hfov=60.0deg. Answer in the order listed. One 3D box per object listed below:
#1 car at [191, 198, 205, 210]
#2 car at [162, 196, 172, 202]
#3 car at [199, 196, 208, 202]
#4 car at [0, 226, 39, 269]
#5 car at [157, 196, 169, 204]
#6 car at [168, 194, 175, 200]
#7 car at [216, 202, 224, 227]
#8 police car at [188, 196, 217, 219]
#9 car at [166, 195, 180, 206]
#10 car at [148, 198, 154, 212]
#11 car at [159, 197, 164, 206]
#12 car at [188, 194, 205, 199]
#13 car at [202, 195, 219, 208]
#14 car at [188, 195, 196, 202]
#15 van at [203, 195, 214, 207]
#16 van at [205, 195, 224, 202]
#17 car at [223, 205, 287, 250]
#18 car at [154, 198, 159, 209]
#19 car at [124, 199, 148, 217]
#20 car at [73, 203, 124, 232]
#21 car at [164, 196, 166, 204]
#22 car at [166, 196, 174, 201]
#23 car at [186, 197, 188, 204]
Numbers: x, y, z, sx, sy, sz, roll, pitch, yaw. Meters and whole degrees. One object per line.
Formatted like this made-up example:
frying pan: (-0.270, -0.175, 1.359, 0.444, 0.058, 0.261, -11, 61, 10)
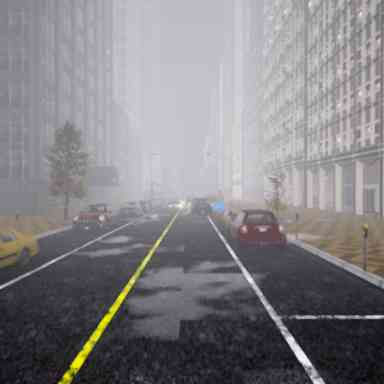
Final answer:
car: (0.796, 1.560, 45.538, 1.812, 1.442, 4.674, 0, 0, 1)
car: (-5.745, 1.608, 76.960, 2.008, 1.369, 4.403, -1, 0, 0)
car: (2.635, 1.608, 76.965, 2.008, 1.369, 4.403, -1, 0, 0)
car: (-5.703, 1.532, 8.587, 1.752, 1.417, 4.829, -1, 0, 0)
car: (-5.739, 1.600, 65.593, 2.008, 1.369, 4.403, -1, 0, 0)
car: (-5.757, 1.509, 94.011, 1.967, 1.590, 4.097, -1, 0, 0)
car: (2.670, 1.541, 20.299, 1.752, 1.417, 4.829, -1, 0, 0)
police car: (0.881, 1.448, 29.635, 1.930, 1.638, 5.238, 0, 0, 0)
car: (-3.082, 1.591, 57.925, 2.033, 1.411, 5.357, 0, 0, 1)
car: (-5.721, 1.594, 37.175, 1.947, 1.339, 4.313, -1, 0, 0)
car: (-5.728, 1.587, 48.542, 2.008, 1.369, 4.403, -1, 0, 0)
car: (0.874, 1.381, 39.496, 2.097, 1.767, 4.553, 0, 0, 0)
car: (2.650, 1.352, 48.548, 2.192, 1.841, 5.009, -1, 0, 0)
car: (-0.049, 1.494, 79.716, 1.837, 1.490, 4.892, 0, 0, 0)
van: (2.647, 1.382, 54.231, 1.690, 1.788, 3.998, -1, 0, 0)
van: (2.658, 1.369, 37.180, 1.690, 1.788, 3.998, -1, 0, 0)
car: (2.673, 1.451, 14.446, 1.967, 1.590, 4.097, -1, 0, 0)
car: (-5.724, 1.577, 42.859, 1.887, 1.381, 4.507, -1, 0, 0)
car: (-5.717, 1.574, 31.491, 2.008, 1.369, 4.403, -1, 0, 0)
car: (-5.711, 1.455, 20.125, 1.967, 1.590, 4.097, -1, 0, 0)
car: (-5.731, 1.622, 54.226, 1.802, 1.307, 4.206, -1, 0, 0)
car: (-5.752, 1.646, 88.328, 1.802, 1.307, 4.206, -1, 0, 0)
car: (-0.040, 1.401, 64.686, 2.097, 1.767, 4.553, 0, 0, 0)
